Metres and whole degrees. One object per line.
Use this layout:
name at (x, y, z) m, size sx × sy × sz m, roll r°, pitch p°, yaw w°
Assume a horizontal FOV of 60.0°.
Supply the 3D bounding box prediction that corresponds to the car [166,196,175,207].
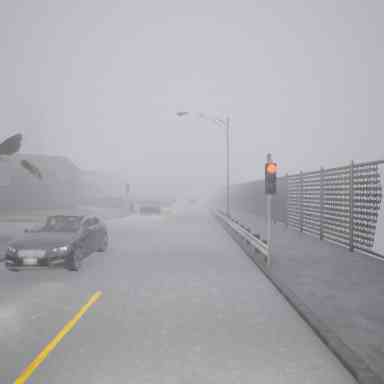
car at (-4.084, 1.478, 49.857) m, size 1.882 × 1.535 × 5.008 m, roll 0°, pitch 1°, yaw 0°

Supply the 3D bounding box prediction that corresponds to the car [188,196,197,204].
car at (0.115, 1.547, 64.082) m, size 2.033 × 1.411 × 5.357 m, roll 0°, pitch 0°, yaw 0°

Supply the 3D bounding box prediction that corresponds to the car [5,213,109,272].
car at (-4.094, 1.491, 10.865) m, size 2.128 × 1.511 × 4.902 m, roll 0°, pitch 0°, yaw 0°

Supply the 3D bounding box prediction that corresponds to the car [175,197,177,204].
car at (-4.020, 1.500, 65.411) m, size 1.837 × 1.490 × 4.892 m, roll 0°, pitch 1°, yaw 1°

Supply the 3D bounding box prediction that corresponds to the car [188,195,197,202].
car at (0.017, 1.539, 78.674) m, size 2.033 × 1.411 × 5.357 m, roll 0°, pitch 0°, yaw 0°

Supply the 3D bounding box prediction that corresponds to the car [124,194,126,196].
car at (-17.260, 1.134, 78.260) m, size 3.633 × 1.501 × 1.845 m, roll 0°, pitch 0°, yaw 0°

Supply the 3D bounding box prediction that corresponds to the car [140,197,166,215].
car at (-4.102, 1.477, 33.891) m, size 1.882 × 1.535 × 5.008 m, roll 0°, pitch 0°, yaw 0°
